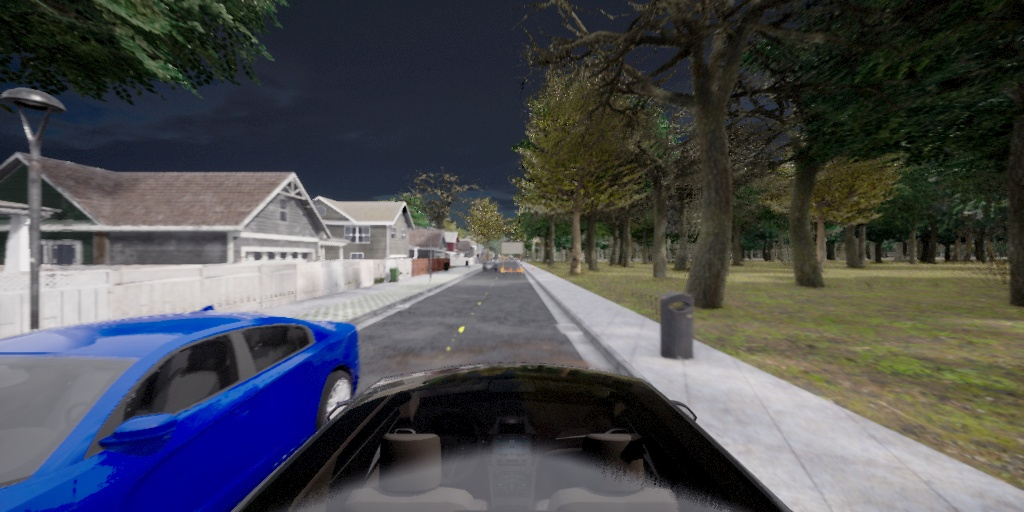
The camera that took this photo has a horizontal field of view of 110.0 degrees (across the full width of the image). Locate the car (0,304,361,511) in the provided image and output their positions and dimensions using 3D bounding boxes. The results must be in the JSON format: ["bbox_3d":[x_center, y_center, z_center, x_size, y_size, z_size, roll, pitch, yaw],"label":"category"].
[{"bbox_3d":[-2.851,1.228,2.538,1.882,1.535,5.008,0,0,0],"label":"car"}]

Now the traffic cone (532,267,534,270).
[{"bbox_3d":[2.818,1.388,48.073,0.340,0.580,0.340,0,0,2],"label":"traffic cone"}]

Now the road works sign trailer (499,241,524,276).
[{"bbox_3d":[0.008,0.216,36.832,2.380,3.560,2.880,0,0,0],"label":"road works sign trailer"}]

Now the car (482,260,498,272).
[{"bbox_3d":[-2.811,1.250,46.507,2.128,1.511,4.902,0,0,0],"label":"car"}]
